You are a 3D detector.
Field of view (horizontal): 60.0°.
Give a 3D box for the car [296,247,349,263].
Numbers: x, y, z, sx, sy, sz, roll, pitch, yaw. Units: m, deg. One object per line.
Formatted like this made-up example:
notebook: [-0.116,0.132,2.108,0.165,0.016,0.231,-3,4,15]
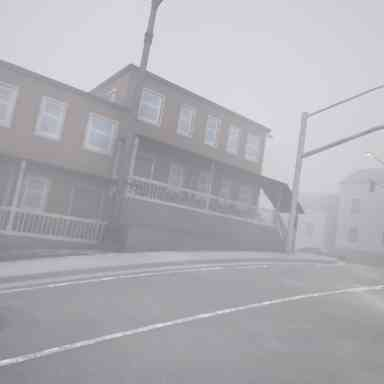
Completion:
car: [10.615,5.419,28.063,1.882,1.535,5.008,13,-17,-34]
